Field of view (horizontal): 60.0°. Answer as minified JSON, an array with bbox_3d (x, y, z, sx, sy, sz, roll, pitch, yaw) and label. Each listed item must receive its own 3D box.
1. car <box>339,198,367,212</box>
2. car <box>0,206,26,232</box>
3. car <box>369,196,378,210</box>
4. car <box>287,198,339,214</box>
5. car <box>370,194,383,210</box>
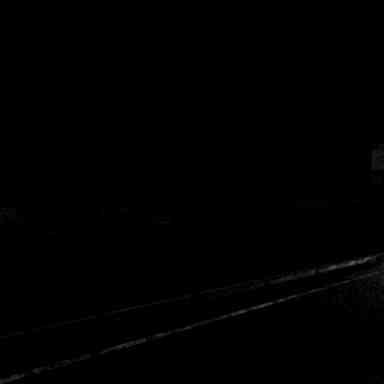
[{"bbox_3d":[17.010,1.458,38.640,2.097,1.535,5.008,0,0,-35],"label":"car"},{"bbox_3d":[-10.724,1.491,18.880,2.002,1.452,4.674,0,0,-35],"label":"car"},{"bbox_3d":[19.281,1.513,40.255,2.002,1.452,4.674,0,0,-35],"label":"car"},{"bbox_3d":[12.480,1.441,35.401,2.097,1.535,5.008,0,0,-35],"label":"car"},{"bbox_3d":[23.835,1.384,43.461,2.185,1.767,4.553,1,0,-36],"label":"car"}]
